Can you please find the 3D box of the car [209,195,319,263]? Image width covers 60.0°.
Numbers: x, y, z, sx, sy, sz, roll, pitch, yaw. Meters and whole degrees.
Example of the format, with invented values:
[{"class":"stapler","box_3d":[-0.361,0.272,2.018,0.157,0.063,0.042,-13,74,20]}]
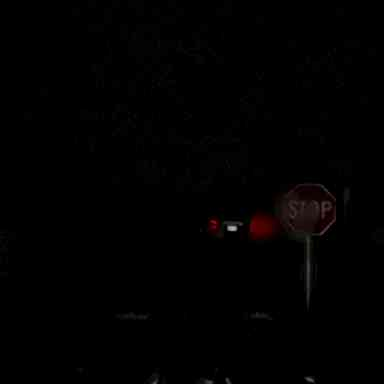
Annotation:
[{"class":"car","box_3d":[2.729,1.132,11.991,2.150,2.045,5.566,-1,0,35]}]
